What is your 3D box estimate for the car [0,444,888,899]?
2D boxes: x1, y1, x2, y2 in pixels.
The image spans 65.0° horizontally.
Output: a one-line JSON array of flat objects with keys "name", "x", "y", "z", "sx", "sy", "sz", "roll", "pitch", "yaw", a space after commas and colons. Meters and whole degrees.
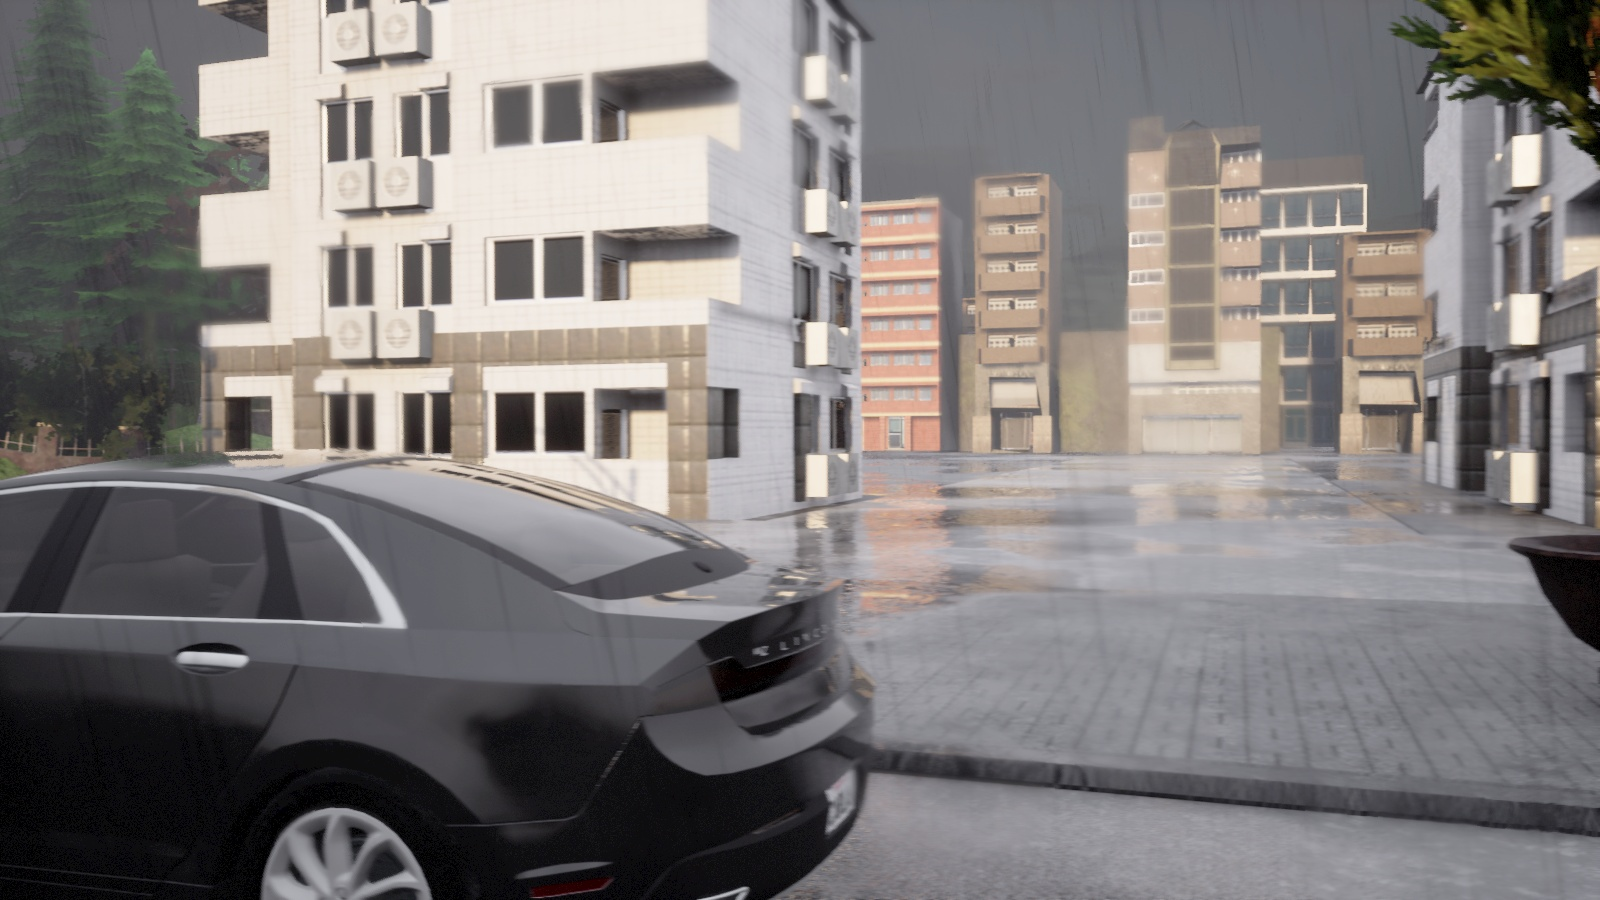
[{"name": "car", "x": -2.296, "y": 0.751, "z": 4.510, "sx": 4.892, "sy": 1.490, "sz": 1.837, "roll": 1, "pitch": 1, "yaw": 19}]
